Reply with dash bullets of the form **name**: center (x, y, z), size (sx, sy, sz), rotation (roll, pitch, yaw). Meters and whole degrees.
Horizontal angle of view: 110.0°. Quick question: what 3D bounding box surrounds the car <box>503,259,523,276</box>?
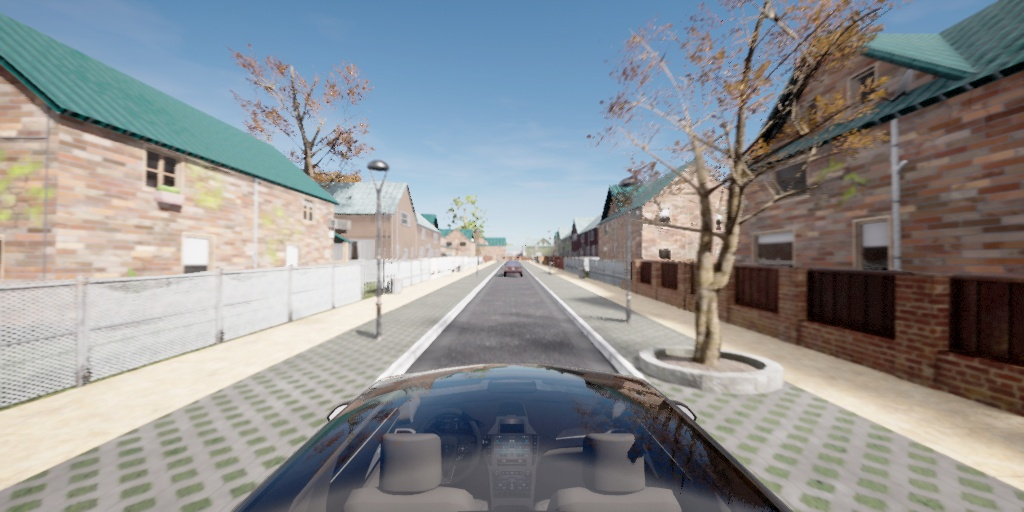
- **car**: center (0.105, 1.175, 34.987), size (2.033, 1.411, 5.357), rotation (0, 0, 0)
